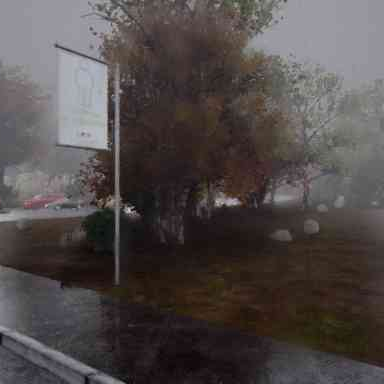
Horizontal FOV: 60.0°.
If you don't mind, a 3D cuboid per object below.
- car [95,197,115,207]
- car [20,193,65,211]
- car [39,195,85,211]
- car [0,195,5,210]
[{"bbox_3d":[-12.321,1.434,50.203,1.882,1.535,5.008,0,0,38],"label":"car"},{"bbox_3d":[-18.621,1.211,42.159,2.150,2.045,5.566,0,0,38],"label":"car"},{"bbox_3d":[-15.435,1.480,40.550,2.128,1.511,4.902,0,0,38],"label":"car"},{"bbox_3d":[-21.618,1.221,32.802,2.150,2.045,5.566,0,0,39],"label":"car"}]
